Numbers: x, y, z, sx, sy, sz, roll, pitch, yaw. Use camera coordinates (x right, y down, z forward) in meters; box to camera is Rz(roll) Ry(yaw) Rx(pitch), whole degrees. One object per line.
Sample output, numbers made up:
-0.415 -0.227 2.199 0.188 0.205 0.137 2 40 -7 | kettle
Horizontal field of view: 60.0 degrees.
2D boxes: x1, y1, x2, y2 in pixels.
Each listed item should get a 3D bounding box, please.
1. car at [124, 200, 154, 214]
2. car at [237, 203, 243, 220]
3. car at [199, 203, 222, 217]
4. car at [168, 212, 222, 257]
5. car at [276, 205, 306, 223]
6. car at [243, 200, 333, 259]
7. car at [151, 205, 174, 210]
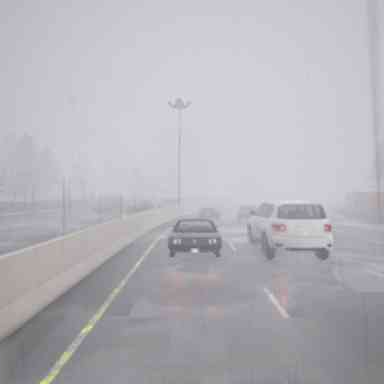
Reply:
-6.619 1.816 42.207 1.882 1.535 5.008 0 -1 16 | car
5.144 1.734 30.088 2.128 1.511 4.902 0 0 10 | car
1.773 1.776 31.125 1.812 1.442 4.674 0 0 10 | car
0.133 1.710 13.462 1.895 1.301 4.718 0 0 1 | car
8.395 1.831 28.572 1.895 1.301 4.718 0 0 9 | car
3.630 1.329 13.213 2.150 2.045 5.566 0 0 1 | car
-2.970 1.690 42.245 2.097 1.767 4.553 0 0 16 | car
